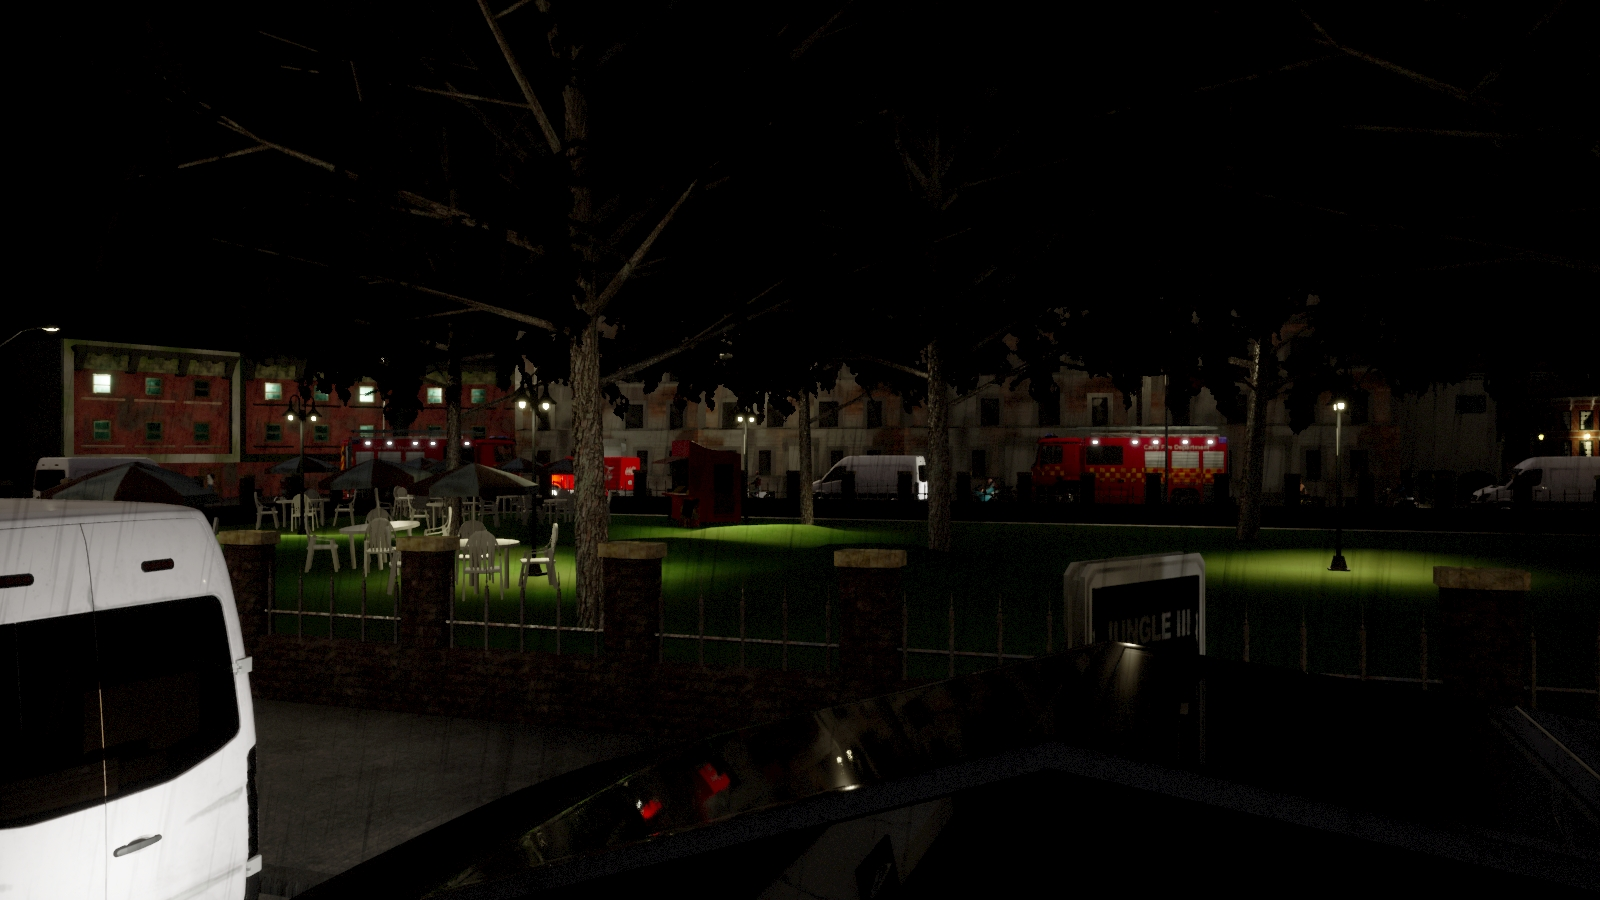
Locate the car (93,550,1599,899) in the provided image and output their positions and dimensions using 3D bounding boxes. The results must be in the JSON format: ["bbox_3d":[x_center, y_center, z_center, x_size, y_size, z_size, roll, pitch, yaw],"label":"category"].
[{"bbox_3d":[1.308,1.534,3.365,6.274,2.098,2.390,0,0,20],"label":"car"}]

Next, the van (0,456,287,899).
[{"bbox_3d":[-5.749,1.318,5.932,5.915,2.561,1.988,0,0,20],"label":"van"}]
